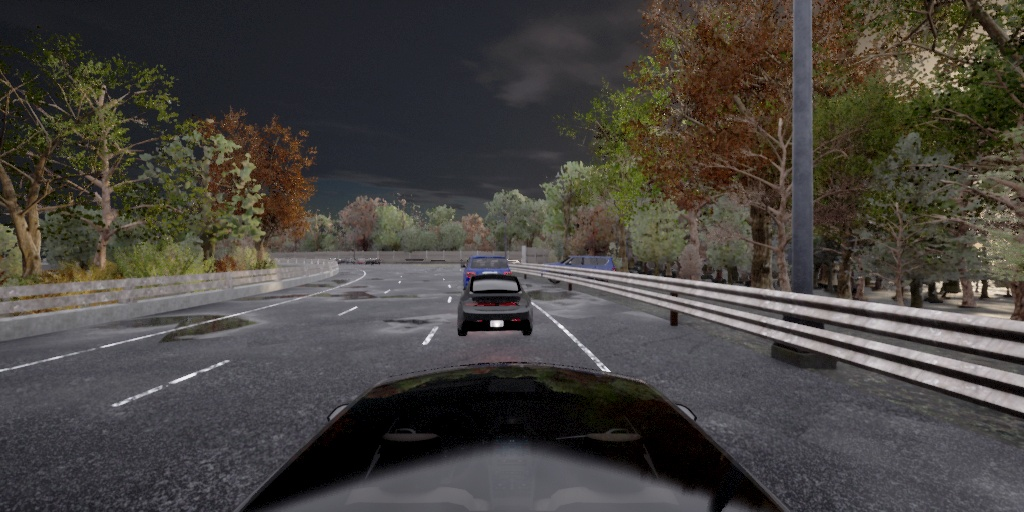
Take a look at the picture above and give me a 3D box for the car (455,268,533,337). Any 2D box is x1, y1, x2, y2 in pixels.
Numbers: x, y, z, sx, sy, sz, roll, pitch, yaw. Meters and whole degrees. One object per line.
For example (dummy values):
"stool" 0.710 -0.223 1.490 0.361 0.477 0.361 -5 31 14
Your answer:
"car" -0.554 1.253 10.366 1.837 1.490 4.892 0 0 -5

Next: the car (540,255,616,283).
"car" 4.802 0.963 26.168 5.566 2.045 2.150 3 1 -3

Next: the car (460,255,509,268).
"car" -1.329 0.968 17.841 2.150 2.045 5.566 0 0 -9
